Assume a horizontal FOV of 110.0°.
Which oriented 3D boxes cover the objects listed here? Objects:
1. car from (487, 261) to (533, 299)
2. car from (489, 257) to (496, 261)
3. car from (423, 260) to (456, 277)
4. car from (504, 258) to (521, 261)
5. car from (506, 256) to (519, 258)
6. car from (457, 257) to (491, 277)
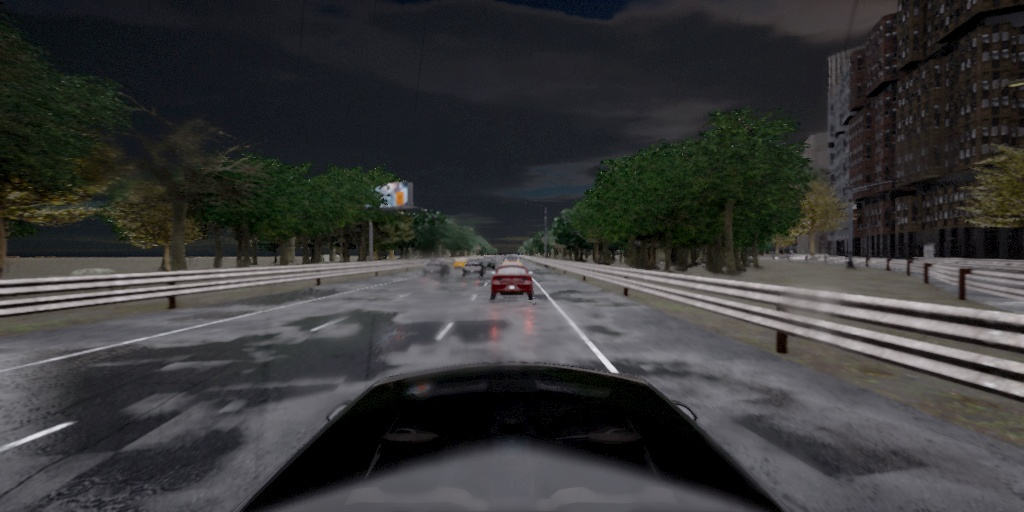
[{"bbox_3d":[-0.004,1.168,17.565,1.882,1.535,5.008,0,0,0],"label":"car"},{"bbox_3d":[-3.446,0.929,51.780,2.097,1.767,4.553,0,0,0],"label":"car"},{"bbox_3d":[-6.995,1.135,33.766,2.128,1.511,4.902,0,0,0],"label":"car"},{"bbox_3d":[-0.016,1.138,28.185,1.882,1.535,5.008,0,0,0],"label":"car"},{"bbox_3d":[0.029,1.110,37.165,1.882,1.535,5.008,0,0,1],"label":"car"},{"bbox_3d":[-3.494,1.135,33.857,2.128,1.511,4.902,0,0,0],"label":"car"}]
